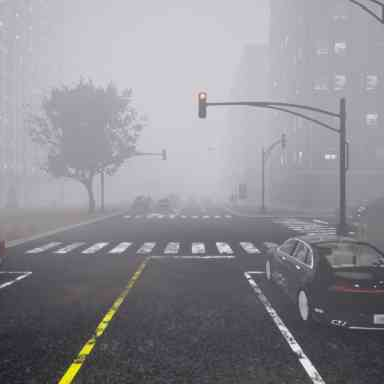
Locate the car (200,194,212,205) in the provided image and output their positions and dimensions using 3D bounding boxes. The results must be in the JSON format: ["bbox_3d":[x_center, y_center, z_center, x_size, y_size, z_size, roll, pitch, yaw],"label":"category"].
[{"bbox_3d":[2.679,1.610,61.338,1.947,1.339,4.313,0,0,0],"label":"car"}]

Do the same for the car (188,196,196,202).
[{"bbox_3d":[-0.013,1.668,78.852,1.895,1.301,4.718,0,0,0],"label":"car"}]

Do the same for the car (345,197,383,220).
[{"bbox_3d":[13.480,1.151,23.667,4.553,1.767,2.097,-1,0,-1],"label":"car"}]

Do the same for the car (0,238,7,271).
[{"bbox_3d":[-5.692,1.545,6.857,1.887,1.381,4.507,0,0,0],"label":"car"}]

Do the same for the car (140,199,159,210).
[{"bbox_3d":[-5.699,1.592,44.769,1.947,1.339,4.313,0,0,0],"label":"car"}]

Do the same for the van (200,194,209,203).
[{"bbox_3d":[2.676,1.402,72.385,1.690,1.788,3.998,0,0,0],"label":"van"}]

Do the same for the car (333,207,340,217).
[{"bbox_3d":[13.421,1.350,26.267,4.403,1.369,2.008,-1,1,-1],"label":"car"}]

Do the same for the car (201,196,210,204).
[{"bbox_3d":[2.678,1.578,67.031,1.752,1.417,4.829,0,0,0],"label":"car"}]

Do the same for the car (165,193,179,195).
[{"bbox_3d":[-3.095,1.263,58.675,2.150,2.045,5.566,0,0,-1],"label":"car"}]

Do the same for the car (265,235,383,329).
[{"bbox_3d":[2.688,1.551,6.859,2.008,1.369,4.403,0,0,0],"label":"car"}]

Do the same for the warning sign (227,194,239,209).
[{"bbox_3d":[5.062,1.138,41.373,1.300,1.860,1.060,0,0,0],"label":"warning sign"}]

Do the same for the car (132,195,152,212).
[{"bbox_3d":[-5.699,1.336,39.246,2.192,1.841,5.009,0,0,0],"label":"car"}]

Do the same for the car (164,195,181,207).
[{"bbox_3d":[-3.103,1.521,48.097,2.128,1.511,4.902,0,0,0],"label":"car"}]

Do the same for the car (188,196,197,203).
[{"bbox_3d":[0.080,1.601,68.174,2.033,1.411,5.357,0,0,0],"label":"car"}]

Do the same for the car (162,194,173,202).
[{"bbox_3d":[-5.705,1.386,77.905,2.192,1.841,5.009,0,0,0],"label":"car"}]

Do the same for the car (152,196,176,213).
[{"bbox_3d":[-3.105,1.525,37.890,1.837,1.490,4.892,0,0,0],"label":"car"}]
